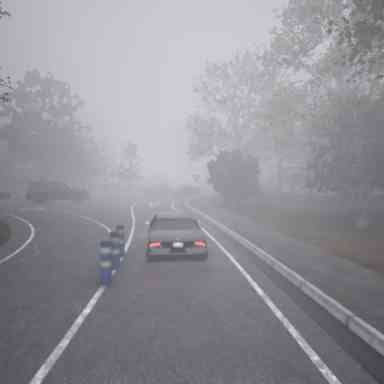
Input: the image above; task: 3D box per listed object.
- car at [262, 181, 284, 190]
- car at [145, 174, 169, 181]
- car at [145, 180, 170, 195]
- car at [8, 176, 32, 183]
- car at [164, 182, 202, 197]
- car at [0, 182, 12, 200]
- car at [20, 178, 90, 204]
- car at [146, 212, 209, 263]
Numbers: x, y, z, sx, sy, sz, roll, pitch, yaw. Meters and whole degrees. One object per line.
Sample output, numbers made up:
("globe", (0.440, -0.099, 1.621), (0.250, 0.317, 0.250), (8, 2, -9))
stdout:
("car", (12.020, -0.917, 51.333), (4.181, 1.385, 1.994), (2, 4, -9))
("car", (-7.300, -2.712, 69.535), (5.566, 2.045, 2.150), (2, 5, 31))
("car", (-3.630, -0.388, 41.173), (1.994, 1.385, 4.181), (3, 5, 36))
("car", (-32.260, -2.235, 62.798), (2.097, 1.767, 4.553), (3, 5, 40))
("car", (-0.715, -0.249, 38.938), (2.033, 1.411, 5.357), (2, 4, 26))
("car", (-20.678, 0.073, 33.374), (5.008, 1.535, 1.882), (1, 5, 10))
("car", (-12.410, -0.013, 30.928), (5.566, 2.045, 2.150), (-1, 4, -14))
("car", (-0.607, 1.379, 11.373), (2.033, 1.411, 5.357), (0, 2, -5))
